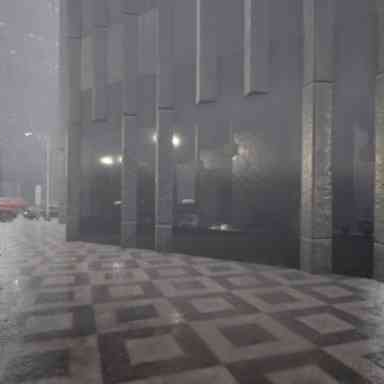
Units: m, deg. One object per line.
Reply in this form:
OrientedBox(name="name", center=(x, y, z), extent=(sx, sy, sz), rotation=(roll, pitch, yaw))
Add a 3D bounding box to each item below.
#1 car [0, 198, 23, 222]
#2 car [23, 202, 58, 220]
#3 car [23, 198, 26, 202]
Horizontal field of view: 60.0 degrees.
OrientedBox(name="car", center=(-16.698, 1.605, 26.401), extent=(2.192, 1.841, 5.009), rotation=(0, 0, 35))
OrientedBox(name="car", center=(-13.432, 1.884, 31.003), extent=(1.947, 1.339, 4.313), rotation=(0, 0, 35))
OrientedBox(name="car", center=(-20.375, 1.537, 35.946), extent=(2.192, 1.841, 5.009), rotation=(0, 0, 35))
